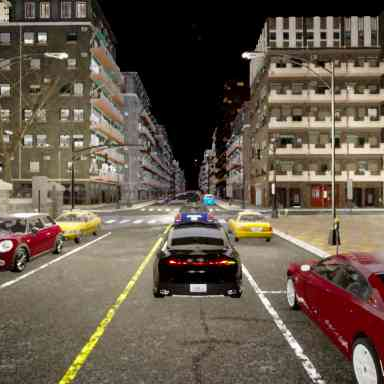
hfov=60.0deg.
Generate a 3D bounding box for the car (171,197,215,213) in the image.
[{"bbox_3d":[0.140,1.354,18.757,2.097,1.767,4.553,0,0,1],"label":"car"}]

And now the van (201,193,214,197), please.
[{"bbox_3d":[2.759,1.321,54.100,1.690,1.788,3.998,1,0,0],"label":"van"}]

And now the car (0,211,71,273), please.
[{"bbox_3d":[-5.669,1.442,10.519,1.967,1.590,4.097,1,0,0],"label":"car"}]

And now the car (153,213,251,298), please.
[{"bbox_3d":[0.112,1.506,8.497,1.837,1.490,4.892,0,0,0],"label":"car"}]

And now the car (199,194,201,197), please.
[{"bbox_3d":[2.762,1.519,59.772,1.887,1.381,4.507,1,0,0],"label":"car"}]

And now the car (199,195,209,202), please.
[{"bbox_3d":[2.780,1.503,76.784,2.008,1.369,4.403,1,0,0],"label":"car"}]

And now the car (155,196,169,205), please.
[{"bbox_3d":[-5.618,1.556,59.837,1.802,1.307,4.206,1,0,0],"label":"car"}]

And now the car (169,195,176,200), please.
[{"bbox_3d":[-5.588,1.516,88.192,1.802,1.307,4.206,1,0,0],"label":"car"}]

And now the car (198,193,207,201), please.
[{"bbox_3d":[2.795,1.249,88.126,2.192,1.841,5.009,1,0,0],"label":"car"}]

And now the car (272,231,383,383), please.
[{"bbox_3d":[2.705,1.546,4.874,1.887,1.381,4.507,1,0,0],"label":"car"}]

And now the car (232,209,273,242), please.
[{"bbox_3d":[2.716,1.527,16.277,1.752,1.417,4.829,1,0,0],"label":"car"}]

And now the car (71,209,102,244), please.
[{"bbox_3d":[-5.664,1.527,15.963,1.752,1.417,4.829,1,0,0],"label":"car"}]
